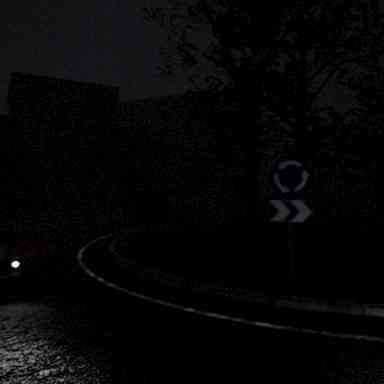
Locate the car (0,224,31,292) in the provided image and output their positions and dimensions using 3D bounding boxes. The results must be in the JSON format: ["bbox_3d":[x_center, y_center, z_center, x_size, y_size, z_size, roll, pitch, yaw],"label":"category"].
[{"bbox_3d":[-5.210,1.529,8.236,1.895,1.301,4.718,-1,1,-29],"label":"car"}]

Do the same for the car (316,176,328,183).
[{"bbox_3d":[23.495,-2.391,59.360,1.812,1.442,4.674,0,7,31],"label":"car"}]
